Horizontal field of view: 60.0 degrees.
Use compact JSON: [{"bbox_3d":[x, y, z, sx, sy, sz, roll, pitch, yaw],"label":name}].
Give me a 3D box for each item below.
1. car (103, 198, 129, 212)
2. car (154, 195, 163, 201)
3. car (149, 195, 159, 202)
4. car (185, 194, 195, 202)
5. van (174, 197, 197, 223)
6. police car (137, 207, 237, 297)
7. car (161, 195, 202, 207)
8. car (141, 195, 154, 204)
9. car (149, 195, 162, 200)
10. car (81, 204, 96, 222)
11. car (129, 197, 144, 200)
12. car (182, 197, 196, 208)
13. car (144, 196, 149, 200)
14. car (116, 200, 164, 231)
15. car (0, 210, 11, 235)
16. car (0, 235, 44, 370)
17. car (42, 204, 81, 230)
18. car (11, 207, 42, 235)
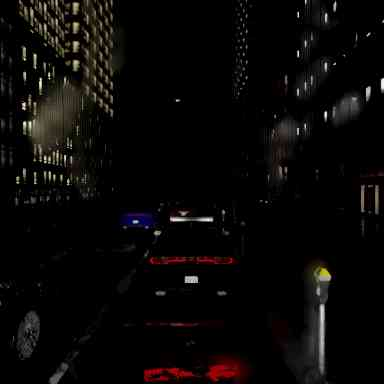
[{"bbox_3d":[-8.844,1.544,37.723,2.008,1.369,4.403,-1,0,0],"label":"car"},{"bbox_3d":[-8.844,1.545,88.876,1.947,1.339,4.313,-1,0,0],"label":"car"},{"bbox_3d":[-8.843,1.509,77.339,1.752,1.417,4.829,-1,0,0],"label":"car"},{"bbox_3d":[-0.465,1.298,77.509,2.192,1.841,5.009,-1,0,0],"label":"car"},{"bbox_3d":[-0.465,1.336,26.356,1.690,1.788,3.998,-1,0,0],"label":"van"},{"bbox_3d":[-0.012,1.423,8.762,1.930,1.638,5.238,0,0,0],"label":"police car"},{"bbox_3d":[-0.465,1.311,20.672,2.192,1.841,5.009,-1,0,0],"label":"car"},{"bbox_3d":[-8.845,1.426,66.141,1.967,1.590,4.097,-1,0,0],"label":"car"},{"bbox_3d":[-3.145,1.345,36.723,2.097,1.767,4.553,0,0,0],"label":"car"},{"bbox_3d":[-8.843,1.577,26.356,1.802,1.307,4.206,-1,0,0],"label":"car"},{"bbox_3d":[-8.843,1.541,49.090,2.008,1.369,4.403,-1,0,0],"label":"car"},{"bbox_3d":[-0.463,1.541,49.090,2.008,1.369,4.403,-1,0,0],"label":"car"},{"bbox_3d":[-8.843,1.570,60.458,1.802,1.307,4.206,-1,0,0],"label":"car"},{"bbox_3d":[-3.045,1.474,20.431,1.882,1.535,5.008,0,0,0],"label":"car"},{"bbox_3d":[-6.248,1.351,7.160,2.097,1.767,4.553,0,0,0],"label":"car"},{"bbox_3d":[-3.045,1.491,2.895,2.128,1.511,4.902,0,0,0],"label":"car"},{"bbox_3d":[-8.844,1.547,20.672,2.008,1.369,4.403,-1,0,0],"label":"car"},{"bbox_3d":[-8.843,1.542,14.989,1.887,1.381,4.507,-1,0,0],"label":"car"}]
